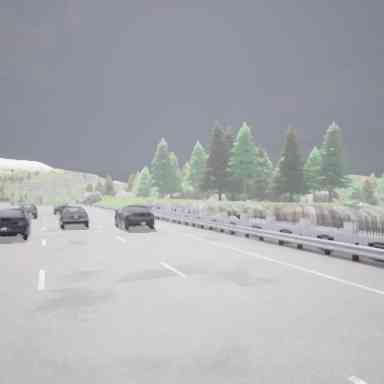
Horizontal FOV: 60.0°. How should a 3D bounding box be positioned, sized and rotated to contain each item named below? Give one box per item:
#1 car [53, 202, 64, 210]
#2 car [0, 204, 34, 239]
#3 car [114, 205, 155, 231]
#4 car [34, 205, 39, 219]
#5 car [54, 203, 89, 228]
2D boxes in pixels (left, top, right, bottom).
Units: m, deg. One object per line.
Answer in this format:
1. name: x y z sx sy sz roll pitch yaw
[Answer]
1. car: -15.930 2.010 40.758 1.812 1.442 4.674 0 -1 -24
2. car: -9.606 1.584 17.561 1.882 1.535 5.008 0 -1 -24
3. car: -3.859 1.633 21.885 1.837 1.490 4.892 0 -1 -24
4. car: -16.502 1.918 33.315 2.033 1.411 5.357 0 -1 -24
5. car: -8.514 1.725 23.791 2.033 1.411 5.357 0 -1 -24
